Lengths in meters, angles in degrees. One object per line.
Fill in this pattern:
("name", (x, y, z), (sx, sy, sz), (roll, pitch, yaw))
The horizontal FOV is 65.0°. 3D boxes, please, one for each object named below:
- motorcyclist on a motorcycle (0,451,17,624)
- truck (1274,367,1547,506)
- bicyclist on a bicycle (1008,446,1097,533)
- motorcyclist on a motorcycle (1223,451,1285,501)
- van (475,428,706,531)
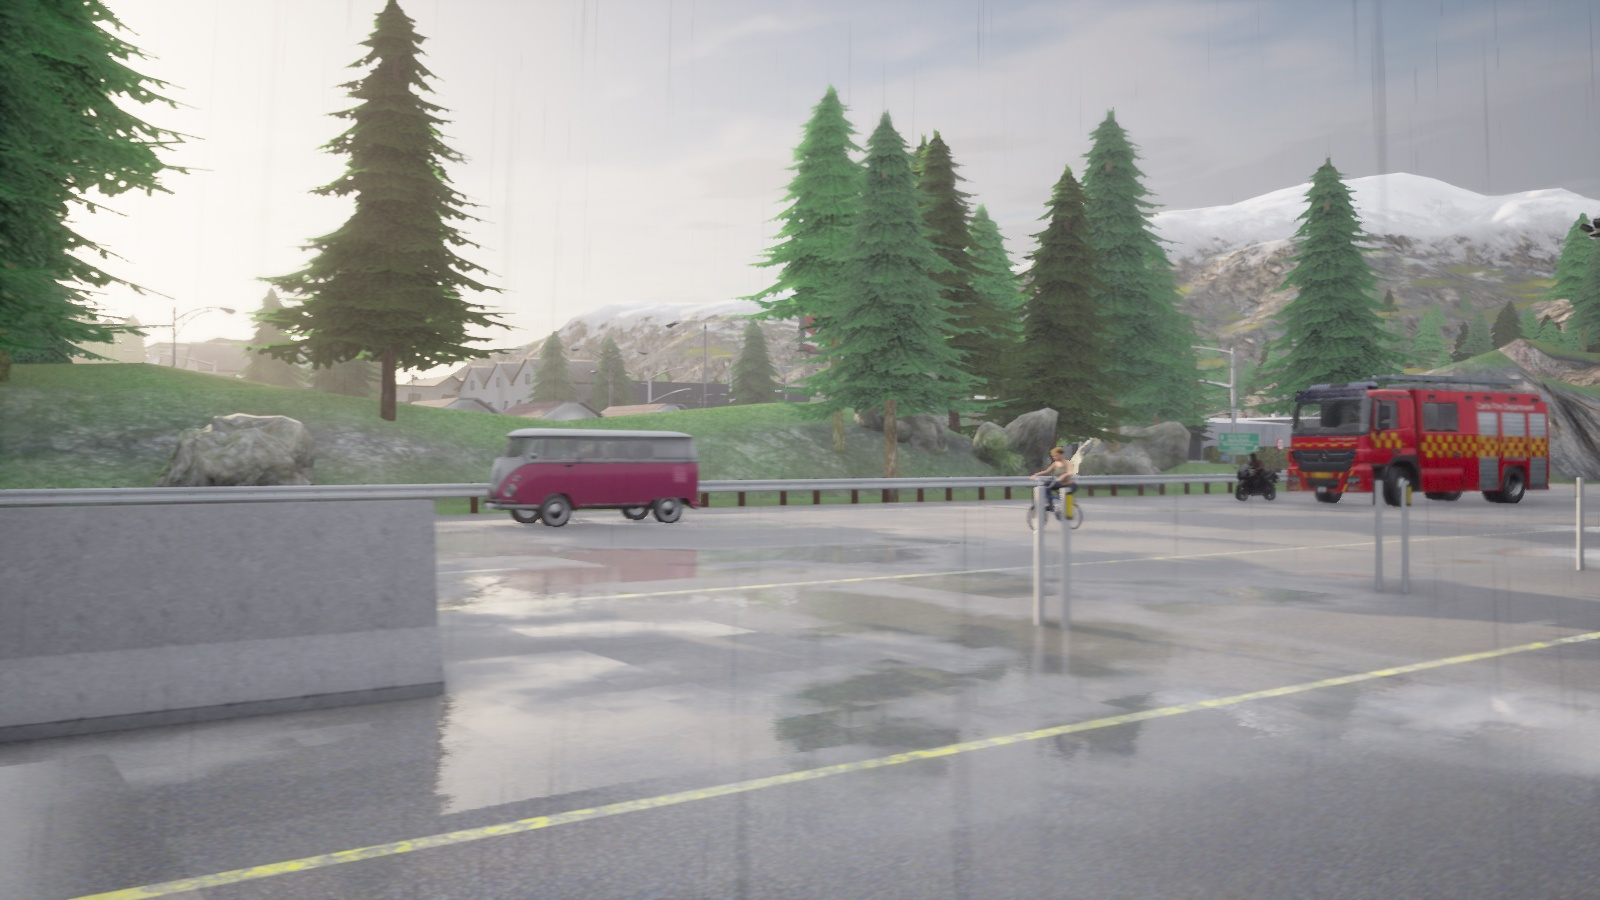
("motorcyclist on a motorcycle", (-8.007, 0.771, 10.876), (2.044, 1.523, 0.797), (0, 0, -35))
("truck", (18.495, -0.367, 37.905), (8.468, 3.827, 2.891), (0, 0, -27))
("bicyclist on a bicycle", (4.855, 0.730, 24.113), (1.509, 1.612, 0.866), (0, 0, -35))
("motorcyclist on a motorcycle", (14.140, 0.792, 39.085), (2.044, 1.523, 0.797), (0, 0, -35))
("van", (-4.326, 0.571, 26.235), (4.442, 1.987, 1.775), (0, 0, -35))
